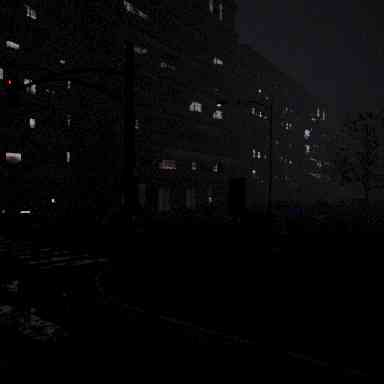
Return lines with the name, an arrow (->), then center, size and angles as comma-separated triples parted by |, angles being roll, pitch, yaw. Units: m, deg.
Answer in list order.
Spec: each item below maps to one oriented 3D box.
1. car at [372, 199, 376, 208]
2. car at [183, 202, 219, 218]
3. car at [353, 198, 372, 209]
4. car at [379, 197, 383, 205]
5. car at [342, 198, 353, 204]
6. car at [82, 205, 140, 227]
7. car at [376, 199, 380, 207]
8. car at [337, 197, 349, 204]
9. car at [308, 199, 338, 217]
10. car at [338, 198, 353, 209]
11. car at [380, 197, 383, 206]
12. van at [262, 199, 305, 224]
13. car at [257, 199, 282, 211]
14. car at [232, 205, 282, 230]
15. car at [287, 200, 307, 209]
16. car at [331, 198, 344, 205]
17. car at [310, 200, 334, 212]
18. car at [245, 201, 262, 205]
car -> 30.652, 2.202, 58.778 | 1.802, 1.307, 4.206 | 1, 0, 36
car -> 0.910, 1.712, 32.602 | 1.887, 1.381, 4.507 | 1, 0, 36
car -> 27.368, 1.891, 54.328 | 2.192, 1.841, 5.009 | 1, 0, 36
car -> 47.089, 2.151, 81.036 | 2.192, 1.841, 5.009 | 1, 0, 36
car -> 40.249, 2.221, 85.883 | 1.752, 1.417, 4.829 | 1, 0, 36
car -> -5.664, 1.626, 23.699 | 2.008, 1.369, 4.403 | 1, 0, 36
car -> 33.940, 2.104, 63.230 | 1.967, 1.590, 4.097 | 1, 0, 36
car -> 37.064, 2.094, 81.569 | 1.967, 1.590, 4.097 | 1, 0, 36
car -> 14.221, 1.838, 36.522 | 1.967, 1.590, 4.097 | 1, 0, 36
car -> 24.071, 2.064, 54.235 | 2.033, 1.411, 5.357 | 1, 0, 37
car -> 37.226, 2.252, 67.681 | 1.887, 1.381, 4.507 | 1, 0, 36
van -> 7.648, 1.648, 27.618 | 1.690, 1.788, 3.998 | 1, 0, 36
car -> 10.771, 1.743, 45.957 | 1.967, 1.590, 4.097 | 1, 0, 36
car -> 4.359, 1.827, 23.167 | 1.947, 1.339, 4.313 | 1, 0, 36
car -> 17.343, 1.975, 54.860 | 1.802, 1.307, 4.206 | 1, 0, 36
car -> 33.776, 2.177, 77.117 | 1.947, 1.339, 4.313 | 1, 0, 36
car -> 18.097, 1.914, 46.121 | 1.882, 1.535, 5.008 | 1, 0, 36
car -> 7.483, 1.840, 41.505 | 1.802, 1.307, 4.206 | 1, 0, 36
